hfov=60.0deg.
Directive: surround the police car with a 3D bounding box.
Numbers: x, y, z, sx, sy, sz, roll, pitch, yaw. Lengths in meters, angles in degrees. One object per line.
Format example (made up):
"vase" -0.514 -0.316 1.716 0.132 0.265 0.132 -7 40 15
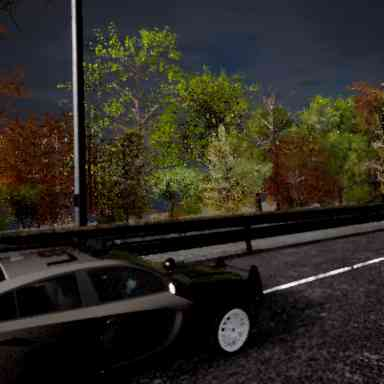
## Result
"police car" -1.198 1.398 4.305 5.238 1.638 1.930 -1 1 -36
